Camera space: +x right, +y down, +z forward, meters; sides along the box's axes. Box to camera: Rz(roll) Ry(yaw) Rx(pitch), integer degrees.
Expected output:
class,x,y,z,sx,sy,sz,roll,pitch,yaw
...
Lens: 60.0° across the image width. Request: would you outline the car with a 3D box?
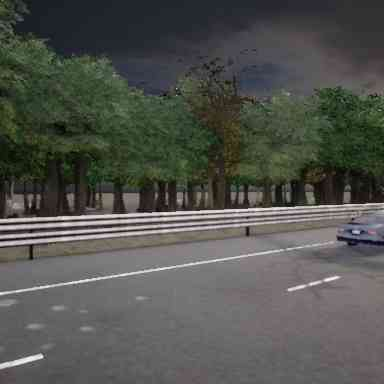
class,x,y,z,sx,sy,sz,roll,pitch,yaw
car,8.269,1.559,14.066,5.357,1.411,2.033,0,0,-35
